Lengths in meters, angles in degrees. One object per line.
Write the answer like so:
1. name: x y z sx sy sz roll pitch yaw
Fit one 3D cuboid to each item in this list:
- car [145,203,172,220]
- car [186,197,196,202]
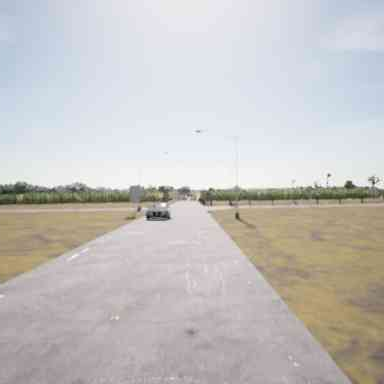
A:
1. car: -2.818 1.651 28.775 1.994 1.385 4.181 0 0 0
2. car: 0.049 2.051 93.327 1.882 1.535 5.008 0 -1 0
